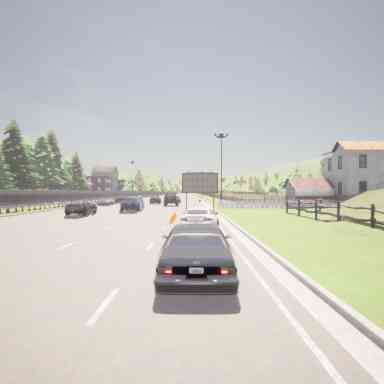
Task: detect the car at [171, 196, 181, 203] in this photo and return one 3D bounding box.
[{"bbox_3d":[-3.292,1.564,68.605,1.994,1.385,4.181,0,0,0],"label":"car"}]

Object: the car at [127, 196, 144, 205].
[{"bbox_3d":[-10.304,1.546,61.049,2.033,1.411,5.357,0,0,0],"label":"car"}]

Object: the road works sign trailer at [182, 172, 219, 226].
[{"bbox_3d":[0.524,0.464,22.081,2.380,3.560,2.880,0,0,-3],"label":"road works sign trailer"}]

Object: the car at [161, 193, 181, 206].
[{"bbox_3d":[-3.316,1.221,53.390,2.150,2.045,5.566,0,0,0],"label":"car"}]

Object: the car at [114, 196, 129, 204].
[{"bbox_3d":[-13.798,1.505,65.161,1.837,1.490,4.892,0,0,0],"label":"car"}]

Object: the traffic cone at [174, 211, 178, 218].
[{"bbox_3d":[-1.448,1.955,25.209,0.340,0.580,0.340,0,0,0],"label":"traffic cone"}]

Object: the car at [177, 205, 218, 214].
[{"bbox_3d":[0.439,1.541,18.468,1.812,1.442,4.674,-1,-1,7],"label":"car"}]

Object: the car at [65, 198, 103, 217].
[{"bbox_3d":[-10.351,1.492,31.317,2.128,1.511,4.902,0,0,0],"label":"car"}]

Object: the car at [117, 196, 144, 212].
[{"bbox_3d":[-6.839,1.351,38.361,2.097,1.767,4.553,0,0,0],"label":"car"}]

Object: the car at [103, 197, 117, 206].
[{"bbox_3d":[-13.817,1.601,52.923,1.895,1.301,4.718,0,0,0],"label":"car"}]

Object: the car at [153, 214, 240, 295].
[{"bbox_3d":[0.112,1.547,8.852,2.033,1.411,5.357,0,0,1],"label":"car"}]

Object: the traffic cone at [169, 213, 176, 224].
[{"bbox_3d":[-1.451,1.955,23.209,0.340,0.580,0.340,0,0,0],"label":"traffic cone"}]

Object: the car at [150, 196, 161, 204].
[{"bbox_3d":[-6.802,1.478,62.449,1.882,1.535,5.008,0,0,0],"label":"car"}]
